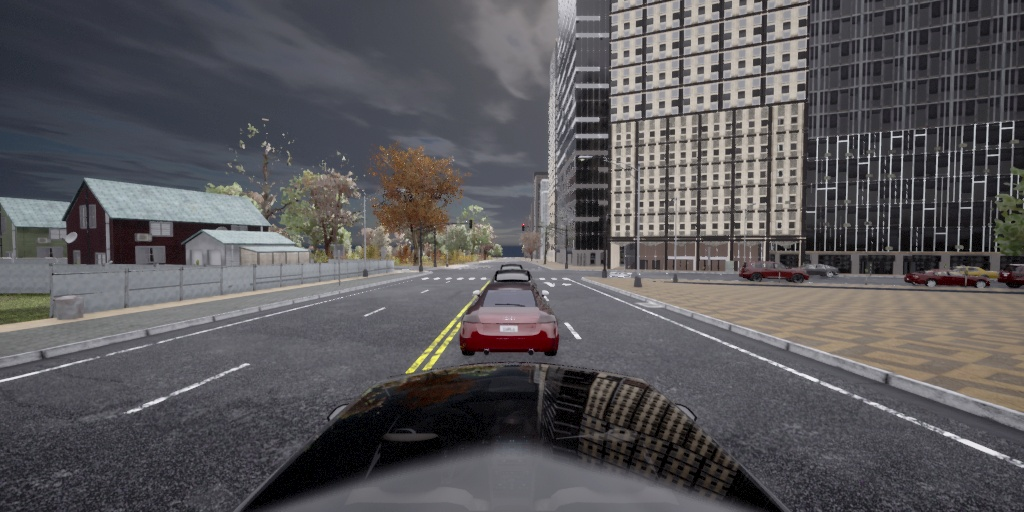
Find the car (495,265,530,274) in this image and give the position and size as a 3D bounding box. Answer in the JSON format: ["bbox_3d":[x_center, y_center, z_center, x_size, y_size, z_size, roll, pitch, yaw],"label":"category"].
[{"bbox_3d":[0.028,1.250,14.007,1.837,1.490,4.892,0,0,0],"label":"car"}]

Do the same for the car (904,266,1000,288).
[{"bbox_3d":[33.626,1.715,27.815,4.507,1.381,1.888,0,0,20],"label":"car"}]

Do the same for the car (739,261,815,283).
[{"bbox_3d":[22.974,1.394,31.699,5.009,1.841,2.192,0,0,20],"label":"car"}]

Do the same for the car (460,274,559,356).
[{"bbox_3d":[-0.033,1.311,8.622,1.994,1.385,4.181,0,0,1],"label":"car"}]

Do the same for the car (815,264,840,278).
[{"bbox_3d":[31.000,1.469,37.157,4.403,1.370,2.007,0,0,20],"label":"car"}]

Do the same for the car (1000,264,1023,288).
[{"bbox_3d":[38.951,1.531,25.873,5.009,1.841,2.192,0,0,20],"label":"car"}]
